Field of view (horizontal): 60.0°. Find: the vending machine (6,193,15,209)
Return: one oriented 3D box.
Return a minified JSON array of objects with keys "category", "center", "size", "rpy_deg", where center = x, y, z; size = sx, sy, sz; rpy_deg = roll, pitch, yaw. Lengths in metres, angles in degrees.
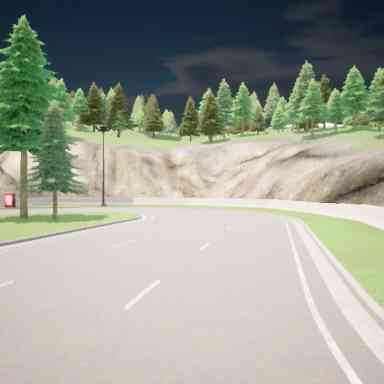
[{"category":"vending machine","center":[-24.007,1.176,43.930],"size":[0.880,2.100,1.100],"rpy_deg":[0,0,-38]}]
